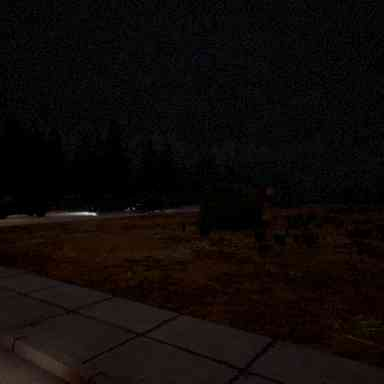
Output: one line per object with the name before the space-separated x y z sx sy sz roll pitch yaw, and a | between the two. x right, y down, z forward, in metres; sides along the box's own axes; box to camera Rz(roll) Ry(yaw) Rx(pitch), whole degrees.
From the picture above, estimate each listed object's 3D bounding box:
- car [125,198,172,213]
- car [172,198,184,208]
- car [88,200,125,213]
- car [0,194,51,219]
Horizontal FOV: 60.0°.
car | -4.832 1.521 37.873 1.837 1.490 4.892 0 0 36
car | -3.375 1.562 46.056 2.033 1.411 5.357 0 0 37
car | -9.573 1.579 37.673 1.994 1.385 4.181 0 0 37
car | -15.468 1.236 29.695 2.150 2.045 5.566 0 0 36
